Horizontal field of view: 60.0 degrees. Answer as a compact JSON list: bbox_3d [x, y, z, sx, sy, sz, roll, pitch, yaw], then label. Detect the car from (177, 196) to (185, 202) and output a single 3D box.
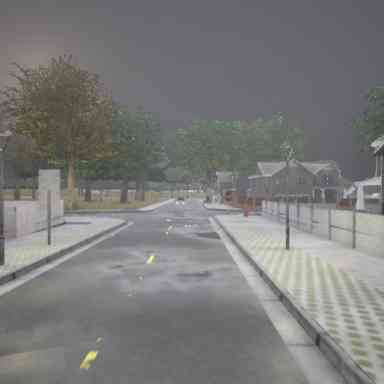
[{"bbox_3d":[-2.749,1.721,80.759,1.895,1.301,4.718,0,0,0],"label":"car"}]
